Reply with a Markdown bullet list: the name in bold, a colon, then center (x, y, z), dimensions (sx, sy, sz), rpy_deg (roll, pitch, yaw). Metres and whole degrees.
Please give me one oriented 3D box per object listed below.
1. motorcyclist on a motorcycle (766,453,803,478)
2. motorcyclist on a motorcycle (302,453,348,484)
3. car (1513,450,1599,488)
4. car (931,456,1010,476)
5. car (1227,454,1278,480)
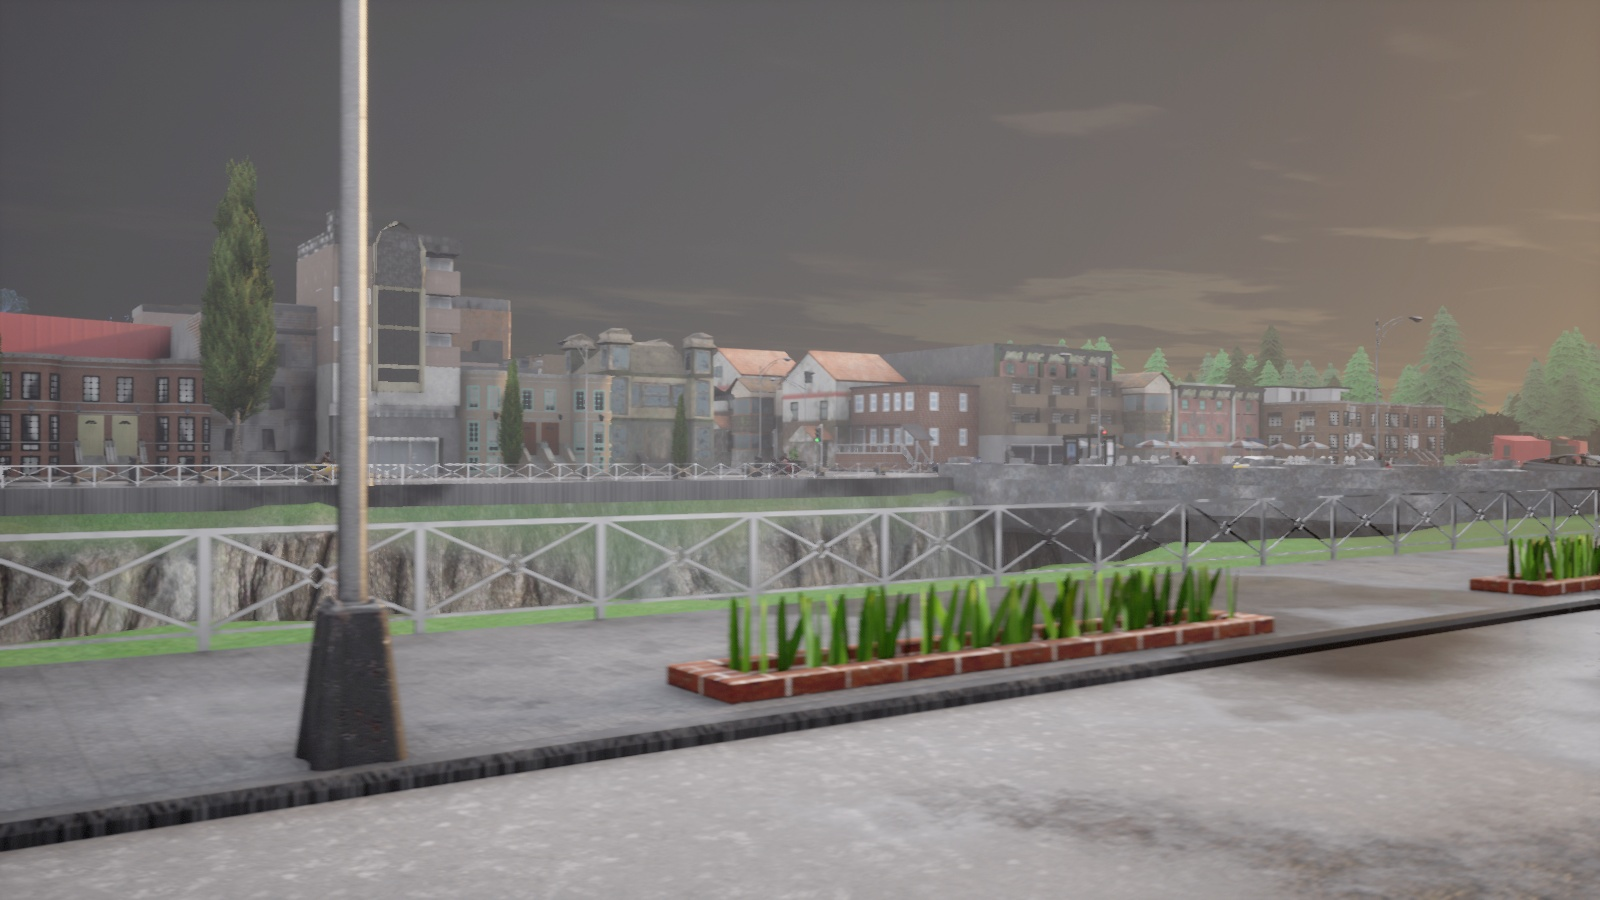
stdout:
- **motorcyclist on a motorcycle**: center (-0.973, 0.975, 78.793), dimensions (2.191, 1.530, 0.866), rpy_deg (0, 0, -35)
- **motorcyclist on a motorcycle**: center (-23.783, 0.931, 62.906), dimensions (2.044, 1.523, 0.797), rpy_deg (0, 0, -35)
- **car**: center (32.024, 0.750, 51.408), dimensions (2.007, 1.525, 4.514), rpy_deg (0, 0, -34)
- **car**: center (10.995, 1.021, 81.037), dimensions (4.718, 1.301, 1.895), rpy_deg (0, 0, 32)
- **car**: center (24.760, 0.916, 68.764), dimensions (1.481, 1.376, 2.207), rpy_deg (0, 0, -35)
